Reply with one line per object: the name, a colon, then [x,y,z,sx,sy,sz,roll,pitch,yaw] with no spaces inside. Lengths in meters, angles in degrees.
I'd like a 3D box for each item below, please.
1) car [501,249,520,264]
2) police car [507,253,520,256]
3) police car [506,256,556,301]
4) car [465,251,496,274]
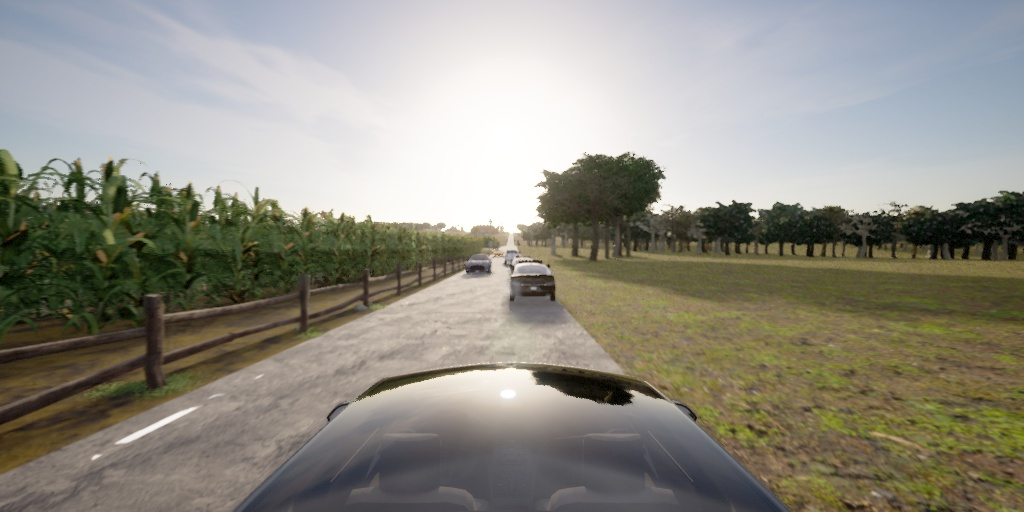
car: [0.000,0.014,50.910,2.150,2.045,5.566,0,2,0]
police car: [0.824,0.806,26.242,1.930,1.638,5.238,0,1,0]
police car: [0.824,0.985,16.242,1.930,1.638,5.238,0,1,0]
car: [-2.845,0.623,31.591,2.097,1.767,4.553,0,1,0]
